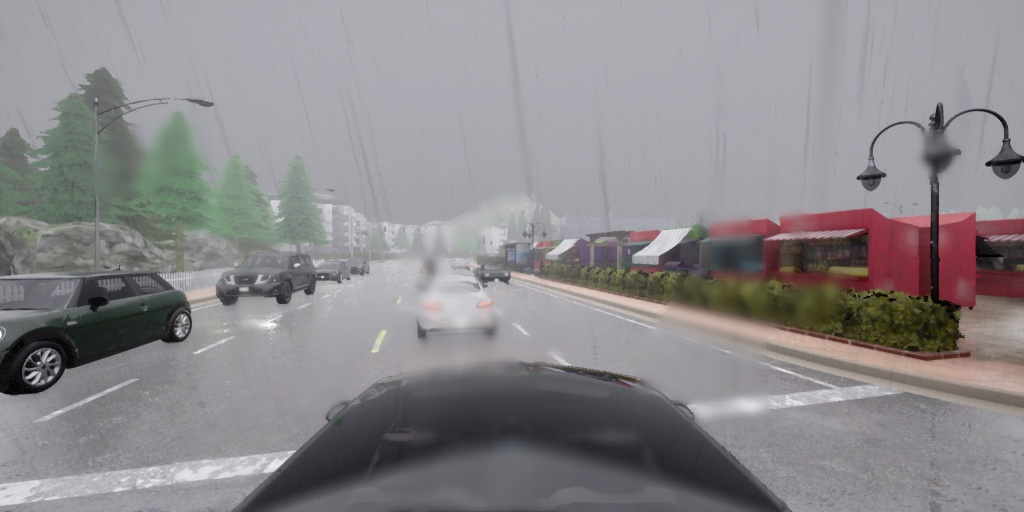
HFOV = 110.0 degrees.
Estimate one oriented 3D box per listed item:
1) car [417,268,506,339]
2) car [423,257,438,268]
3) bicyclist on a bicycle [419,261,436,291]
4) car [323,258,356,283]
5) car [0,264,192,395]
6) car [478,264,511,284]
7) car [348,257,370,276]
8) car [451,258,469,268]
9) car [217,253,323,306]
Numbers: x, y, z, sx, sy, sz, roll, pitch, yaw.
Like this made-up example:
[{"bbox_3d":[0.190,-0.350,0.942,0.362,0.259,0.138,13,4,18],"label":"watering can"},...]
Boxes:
[{"bbox_3d":[-1.602,1.224,9.896,1.812,1.442,4.674,0,0,-13],"label":"car"},{"bbox_3d":[-11.532,0.901,50.815,1.837,1.490,4.892,0,0,-13],"label":"car"},{"bbox_3d":[-4.568,1.079,19.707,0.582,1.620,1.656,0,1,24],"label":"bicyclist on a bicycle"},{"bbox_3d":[-12.704,1.088,25.338,1.837,1.490,4.892,0,0,-14],"label":"car"},{"bbox_3d":[-8.096,1.076,6.311,2.097,1.767,4.553,0,0,-13],"label":"car"},{"bbox_3d":[-1.498,1.192,24.535,1.895,1.301,4.718,0,0,-14],"label":"car"},{"bbox_3d":[-14.632,0.877,33.311,2.097,1.767,4.553,0,0,-13],"label":"car"},{"bbox_3d":[-6.546,0.964,45.302,1.812,1.442,4.674,0,0,-13],"label":"car"},{"bbox_3d":[-10.366,0.876,15.728,2.150,2.045,5.566,0,0,-14],"label":"car"}]
